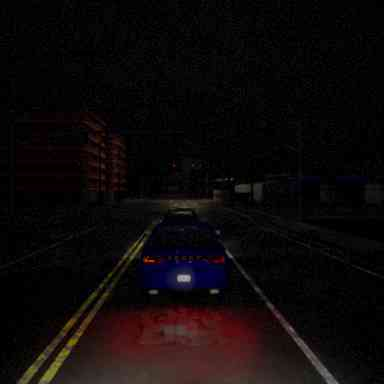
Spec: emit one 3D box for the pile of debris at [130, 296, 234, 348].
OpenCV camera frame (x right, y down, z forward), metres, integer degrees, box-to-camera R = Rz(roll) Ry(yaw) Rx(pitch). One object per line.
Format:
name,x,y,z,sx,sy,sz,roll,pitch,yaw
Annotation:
pile of debris,-0.182,2.167,5.742,1.500,0.140,1.860,0,0,-2

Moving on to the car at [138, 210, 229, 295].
car,-0.225,1.465,8.712,1.882,1.535,5.008,0,0,-2
